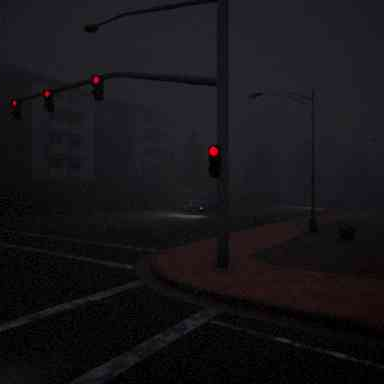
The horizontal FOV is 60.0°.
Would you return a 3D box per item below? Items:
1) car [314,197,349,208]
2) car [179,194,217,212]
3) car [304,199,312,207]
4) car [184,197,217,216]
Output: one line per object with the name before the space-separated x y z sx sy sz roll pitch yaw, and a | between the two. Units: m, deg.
car | 19.929 1.525 46.940 4.674 1.442 1.812 0 0 -22
car | 1.045 1.220 38.182 2.150 2.045 5.566 0 0 44
car | 19.392 1.514 50.510 4.892 1.490 1.837 0 0 -21
car | 1.626 1.524 33.461 1.812 1.442 4.674 0 0 39
